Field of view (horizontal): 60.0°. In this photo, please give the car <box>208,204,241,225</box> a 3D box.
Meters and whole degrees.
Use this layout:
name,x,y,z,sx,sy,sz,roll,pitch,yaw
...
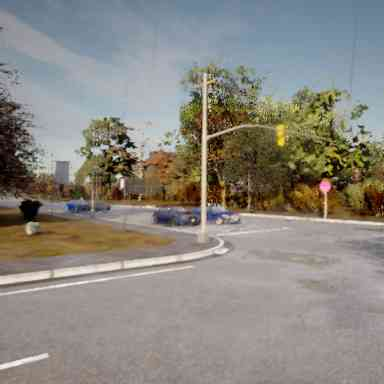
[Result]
name,x,y,z,sx,sy,sz,roll,pitch,yaw
car,1.749,1.713,25.915,1.812,1.442,4.674,1,0,-38

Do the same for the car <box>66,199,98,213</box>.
name,x,y,z,sx,sy,sz,roll,pitch,yaw
car,-13.244,1.611,39.022,1.882,1.535,5.008,1,0,-39

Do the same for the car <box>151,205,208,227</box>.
name,x,y,z,sx,sy,sz,roll,pitch,yaw
car,-1.166,1.710,23.952,1.994,1.385,4.181,1,0,-39

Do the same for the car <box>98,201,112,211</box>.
name,x,y,z,sx,sy,sz,roll,pitch,yaw
car,-12.199,1.773,43.316,1.895,1.301,4.718,1,0,-39
